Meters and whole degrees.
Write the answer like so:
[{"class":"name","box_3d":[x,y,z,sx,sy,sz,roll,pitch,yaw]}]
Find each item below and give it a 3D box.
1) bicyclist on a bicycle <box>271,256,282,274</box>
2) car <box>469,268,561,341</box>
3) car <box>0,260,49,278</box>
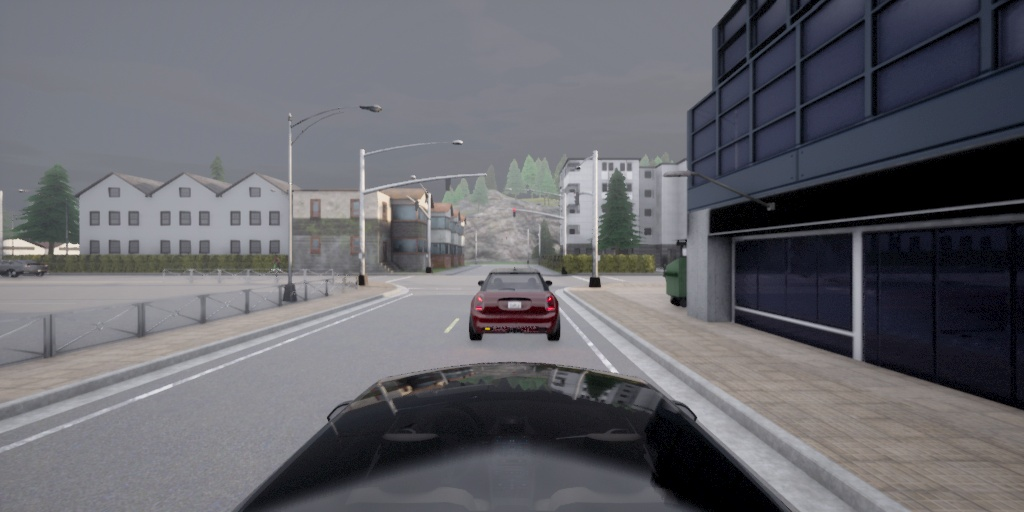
[{"class":"bicyclist on a bicycle","box_3d":[-22.211,0.848,33.856,0.582,1.620,1.656,0,0,0]},{"class":"car","box_3d":[0.085,1.095,10.013,2.097,1.767,4.553,0,0,1]},{"class":"car","box_3d":[-42.102,1.042,30.105,4.902,1.511,2.128,0,0,0]}]
